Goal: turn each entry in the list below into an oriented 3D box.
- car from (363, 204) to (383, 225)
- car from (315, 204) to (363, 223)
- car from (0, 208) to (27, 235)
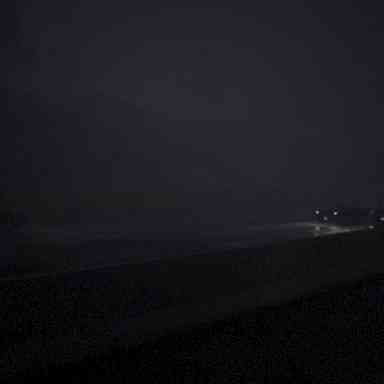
[{"bbox_3d":[14.181,1.449,22.693,4.902,1.511,2.128,0,0,-35],"label":"car"},{"bbox_3d":[11.304,1.560,24.943,4.718,1.301,1.895,0,0,-35],"label":"car"},{"bbox_3d":[-11.425,1.478,17.340,5.008,1.535,1.882,0,0,-35],"label":"car"}]
